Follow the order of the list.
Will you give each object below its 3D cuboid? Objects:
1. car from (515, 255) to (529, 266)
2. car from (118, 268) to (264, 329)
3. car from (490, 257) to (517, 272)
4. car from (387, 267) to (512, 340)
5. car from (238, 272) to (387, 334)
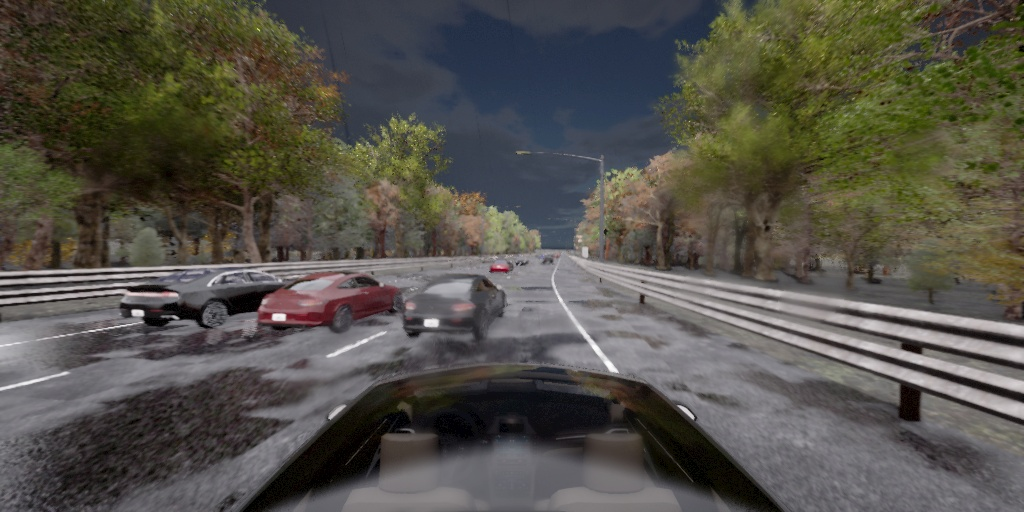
[{"bbox_3d":[1.523,0.890,54.784,1.895,1.301,4.718,1,1,8],"label":"car"},{"bbox_3d":[-8.256,1.087,10.640,2.128,1.511,4.902,1,0,8],"label":"car"},{"bbox_3d":[-1.004,0.996,36.925,1.994,1.385,4.181,1,1,8],"label":"car"},{"bbox_3d":[-1.328,1.200,9.657,1.812,1.442,4.674,1,0,8],"label":"car"},{"bbox_3d":[-4.791,1.165,10.148,1.812,1.442,4.674,1,1,8],"label":"car"}]
